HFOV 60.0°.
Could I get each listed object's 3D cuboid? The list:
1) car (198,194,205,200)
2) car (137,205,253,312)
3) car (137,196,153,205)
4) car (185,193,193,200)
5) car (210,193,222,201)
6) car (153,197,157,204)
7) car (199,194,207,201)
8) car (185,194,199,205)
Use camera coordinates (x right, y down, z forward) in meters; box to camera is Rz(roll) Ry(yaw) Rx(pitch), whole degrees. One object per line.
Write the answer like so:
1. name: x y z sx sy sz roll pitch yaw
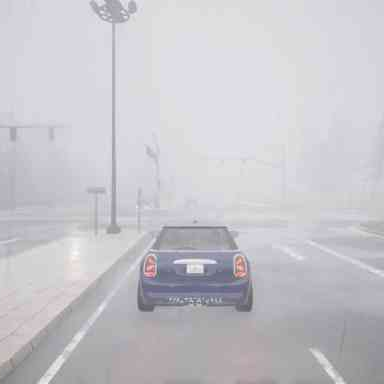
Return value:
1. car: 2.669 1.442 95.597 1.882 1.535 5.008 0 0 -1
2. car: 0.069 1.352 7.891 2.097 1.767 4.553 0 0 0
3. car: -8.293 1.505 57.052 1.837 1.490 4.892 0 0 -1
4. car: -0.831 1.189 95.570 2.150 2.045 5.566 0 0 -1
5. car: 6.341 1.215 85.003 2.150 2.045 5.566 0 0 -1
6. car: -8.383 1.505 66.261 1.837 1.490 4.892 0 0 0
7. car: 2.836 1.513 85.274 1.812 1.442 4.674 0 0 -1
8. car: -0.171 1.526 54.711 1.812 1.442 4.674 0 0 -1
